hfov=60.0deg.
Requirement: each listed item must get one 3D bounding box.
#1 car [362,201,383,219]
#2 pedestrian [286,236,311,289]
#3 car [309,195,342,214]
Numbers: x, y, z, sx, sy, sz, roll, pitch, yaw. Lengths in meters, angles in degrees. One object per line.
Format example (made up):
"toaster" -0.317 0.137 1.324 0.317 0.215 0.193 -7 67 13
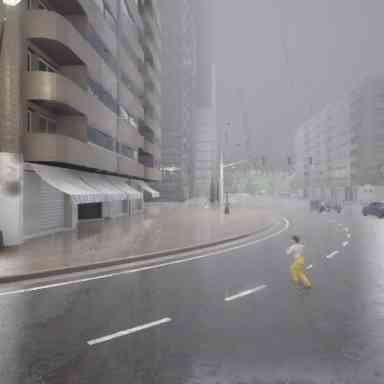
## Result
"car" 16.850 1.526 29.439 1.812 1.442 4.674 0 0 3
"pedestrian" 2.517 1.574 7.803 0.375 1.300 0.375 0 0 43
"car" 13.504 1.161 33.848 2.097 1.767 4.553 0 0 4
